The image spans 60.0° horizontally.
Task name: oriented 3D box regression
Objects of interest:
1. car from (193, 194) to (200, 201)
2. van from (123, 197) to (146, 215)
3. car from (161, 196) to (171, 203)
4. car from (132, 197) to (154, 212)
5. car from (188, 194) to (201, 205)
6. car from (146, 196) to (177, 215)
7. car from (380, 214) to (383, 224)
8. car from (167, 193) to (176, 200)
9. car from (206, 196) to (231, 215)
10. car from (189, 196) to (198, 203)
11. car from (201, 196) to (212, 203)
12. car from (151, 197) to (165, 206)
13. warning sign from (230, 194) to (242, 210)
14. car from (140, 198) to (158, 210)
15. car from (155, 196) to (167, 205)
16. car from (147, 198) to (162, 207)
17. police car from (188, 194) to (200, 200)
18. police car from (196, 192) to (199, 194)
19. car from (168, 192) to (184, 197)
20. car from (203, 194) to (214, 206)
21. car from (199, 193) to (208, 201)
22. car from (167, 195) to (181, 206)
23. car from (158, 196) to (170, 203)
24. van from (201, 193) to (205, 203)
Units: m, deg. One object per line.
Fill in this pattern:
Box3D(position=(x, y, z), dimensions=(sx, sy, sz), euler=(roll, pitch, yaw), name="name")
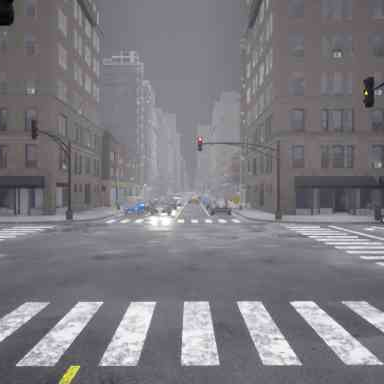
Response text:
Box3D(position=(1.090, 1.448, 89.522), dimensions=(1.801, 1.575, 5.366), euler=(0, 0, 0), name="car")
Box3D(position=(-5.747, 1.343, 33.358), dimensions=(1.690, 1.788, 3.998), euler=(0, 0, 0), name="van")
Box3D(position=(-5.612, 1.543, 73.035), dimensions=(1.887, 1.381, 4.507), euler=(0, 0, 0), name="car")
Box3D(position=(-5.728, 1.443, 39.026), dimensions=(1.967, 1.590, 4.097), euler=(0, 0, 0), name="car")
Box3D(position=(0.302, 1.528, 59.473), dimensions=(1.812, 1.442, 4.674), euler=(0, 0, 1), name="car")
Box3D(position=(-2.992, 1.493, 33.498), dimensions=(2.128, 1.511, 4.902), euler=(0, 0, 0), name="car")
Box3D(position=(14.356, 1.520, 20.678), dimensions=(4.892, 1.490, 1.837), euler=(0, 0, 0), name="car")
Box3D(position=(-5.554, 1.306, 90.041), dimensions=(2.192, 1.841, 5.009), euler=(0, 0, 0), name="car")
Box3D(position=(2.778, 1.442, 33.331), dimensions=(1.967, 1.590, 4.097), euler=(0, 0, 0), name="car")
Box3D(position=(0.293, 1.601, 69.719), dimensions=(1.895, 1.301, 4.718), euler=(0, 0, 1), name="car")
Box3D(position=(2.895, 1.551, 67.346), dimensions=(2.008, 1.369, 4.403), euler=(0, 0, 0), name="car")
Box3D(position=(-5.670, 1.568, 56.031), dimensions=(1.947, 1.339, 4.313), euler=(0, 0, 0), name="car")
Box3D(position=(5.200, 1.118, 39.317), dimensions=(1.300, 1.860, 1.060), euler=(0, 0, 0), name="warning sign")
Box3D(position=(-5.708, 1.569, 44.694), dimensions=(1.947, 1.339, 4.313), euler=(0, 0, 0), name="car")
Box3D(position=(-5.651, 1.527, 61.529), dimensions=(1.752, 1.417, 4.829), euler=(0, 0, 0), name="car")
Box3D(position=(-5.689, 1.585, 50.363), dimensions=(1.802, 1.307, 4.206), euler=(0, 0, 0), name="car")
Box3D(position=(0.596, 1.414, 95.351), dimensions=(1.930, 1.638, 5.238), euler=(0, 0, -16), name="police car")
Box3D(position=(1.065, 1.421, 79.427), dimensions=(1.930, 1.638, 5.238), euler=(0, 0, -1), name="police car")
Box3D(position=(-2.903, 1.224, 54.473), dimensions=(2.150, 2.045, 5.566), euler=(0, 0, 0), name="car")
Box3D(position=(2.817, 1.443, 44.669), dimensions=(1.967, 1.590, 4.097), euler=(0, 0, 0), name="car")
Box3D(position=(2.952, 1.309, 84.354), dimensions=(2.192, 1.841, 5.009), euler=(0, 0, 0), name="car")
Box3D(position=(-2.952, 1.494, 43.743), dimensions=(2.128, 1.511, 4.902), euler=(0, 0, 0), name="car")
Box3D(position=(-5.631, 1.566, 67.367), dimensions=(1.947, 1.339, 4.313), euler=(0, 0, 0), name="car")
Box3D(position=(2.855, 1.344, 56.007), dimensions=(1.690, 1.788, 3.998), euler=(0, 0, 0), name="van")
